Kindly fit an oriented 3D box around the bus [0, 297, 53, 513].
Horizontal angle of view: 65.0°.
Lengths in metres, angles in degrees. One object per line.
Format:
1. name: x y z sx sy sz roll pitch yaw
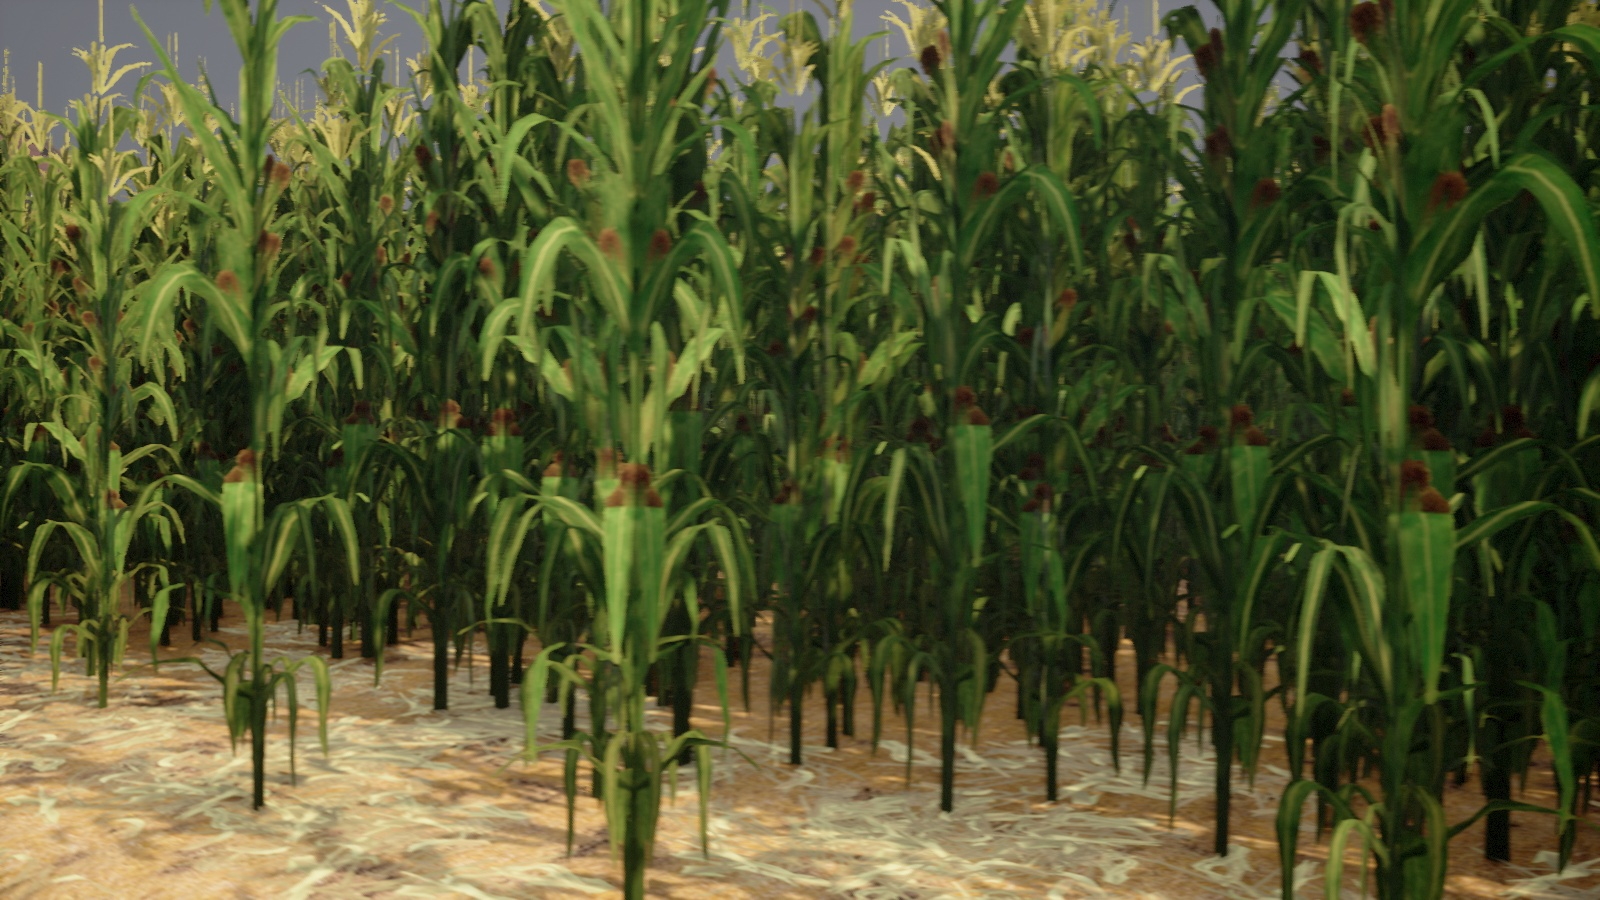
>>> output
1. bus: -19.689 -0.824 22.314 3.944 4.253 10.273 0 1 34
